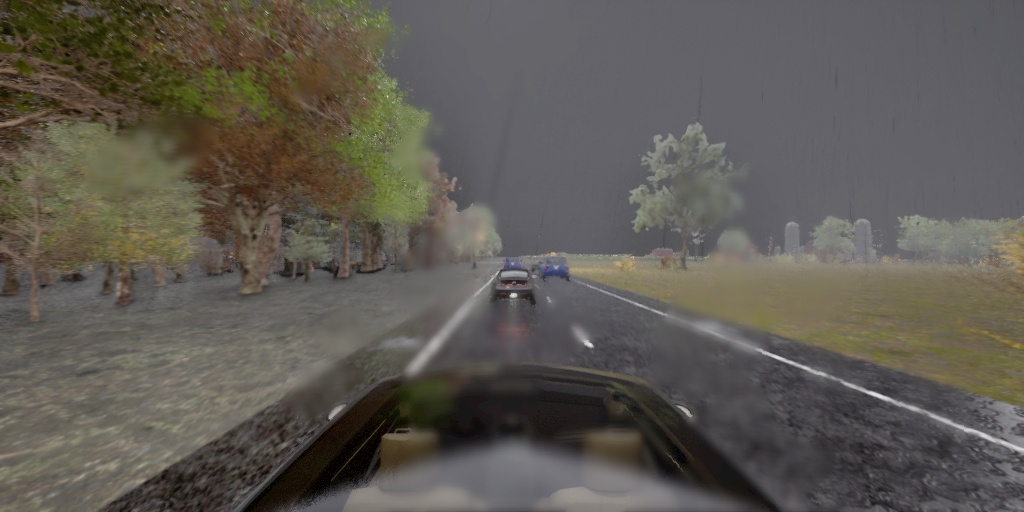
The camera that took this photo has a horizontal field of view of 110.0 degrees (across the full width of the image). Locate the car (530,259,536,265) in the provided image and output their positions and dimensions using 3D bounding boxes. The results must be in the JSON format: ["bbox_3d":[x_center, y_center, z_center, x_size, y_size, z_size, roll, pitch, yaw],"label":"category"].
[{"bbox_3d":[3.562,1.170,47.989,2.097,1.767,4.553,0,0,0],"label":"car"}]

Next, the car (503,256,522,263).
[{"bbox_3d":[0.079,1.039,45.086,2.150,2.045,5.566,0,0,0],"label":"car"}]

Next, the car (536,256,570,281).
[{"bbox_3d":[3.541,1.019,30.391,2.150,2.045,5.566,0,0,1],"label":"car"}]

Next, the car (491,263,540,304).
[{"bbox_3d":[0.094,1.281,16.497,1.837,1.490,4.892,0,0,0],"label":"car"}]
